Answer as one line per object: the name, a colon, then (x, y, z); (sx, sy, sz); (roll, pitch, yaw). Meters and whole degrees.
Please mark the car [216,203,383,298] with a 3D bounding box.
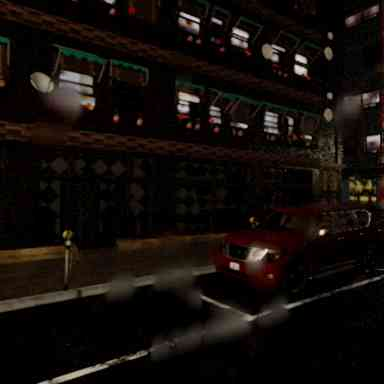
car: (2.976, 1.269, 8.658); (5.009, 1.841, 2.192); (0, 1, -35)
